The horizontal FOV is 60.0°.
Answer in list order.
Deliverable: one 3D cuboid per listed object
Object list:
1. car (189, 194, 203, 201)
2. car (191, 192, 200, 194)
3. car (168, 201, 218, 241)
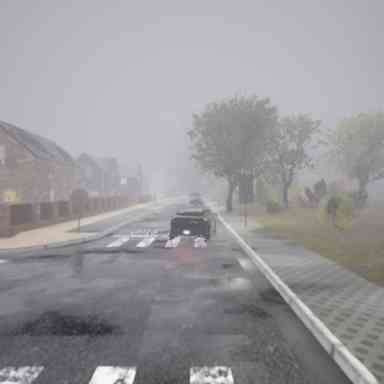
[{"bbox_3d":[0.606,1.373,47.837,1.812,1.442,4.674,0,0,1],"label":"car"},{"bbox_3d":[0.670,1.048,62.431,2.150,2.045,5.566,0,0,1],"label":"car"},{"bbox_3d":[0.110,1.437,16.408,1.837,1.490,4.892,2,0,8],"label":"car"}]
